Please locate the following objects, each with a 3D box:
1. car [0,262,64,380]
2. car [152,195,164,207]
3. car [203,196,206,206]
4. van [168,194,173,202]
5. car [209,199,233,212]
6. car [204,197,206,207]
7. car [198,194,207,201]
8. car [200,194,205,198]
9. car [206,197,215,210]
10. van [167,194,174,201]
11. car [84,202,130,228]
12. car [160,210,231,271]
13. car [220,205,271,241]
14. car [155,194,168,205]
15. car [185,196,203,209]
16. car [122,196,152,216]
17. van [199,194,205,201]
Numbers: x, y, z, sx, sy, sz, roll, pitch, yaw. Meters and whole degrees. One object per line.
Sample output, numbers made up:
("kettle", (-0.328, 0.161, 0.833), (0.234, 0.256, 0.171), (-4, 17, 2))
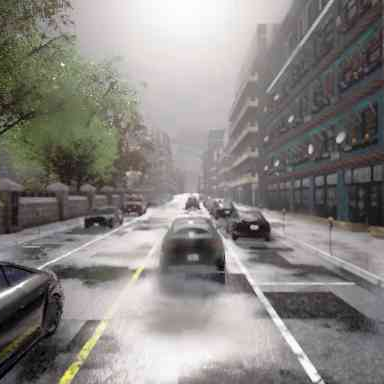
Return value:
("car", (-3.102, 1.564, 3.813), (1.994, 1.385, 4.181), (0, 0, 0))
("car", (-5.695, 1.543, 49.605), (1.887, 1.381, 4.507), (1, 0, 0))
("car", (2.688, 1.524, 44.254), (1.752, 1.417, 4.829), (1, 0, 0))
("van", (-5.707, 1.340, 71.698), (1.690, 1.788, 3.998), (1, 0, 0))
("car", (2.693, 1.565, 27.514), (1.947, 1.339, 4.313), (1, 0, 0))
("car", (2.689, 1.543, 38.560), (1.887, 1.381, 4.507), (1, 0, 0))
("car", (2.644, 1.440, 82.747), (1.967, 1.590, 4.097), (1, 0, 0))
("car", (2.687, 1.439, 49.608), (1.967, 1.590, 4.097), (1, 0, 0))
("car", (2.693, 1.439, 33.037), (1.967, 1.590, 4.097), (1, 0, 0))
("van", (-5.672, 1.341, 88.270), (1.690, 1.788, 3.998), (1, 0, 0))
("car", (-5.685, 1.565, 21.987), (1.947, 1.339, 4.313), (1, 0, 0))
("car", (0.015, 1.526, 10.828), (1.812, 1.442, 4.674), (0, 0, 0))
("car", (2.696, 1.565, 16.466), (1.947, 1.339, 4.313), (1, 0, 0))
("car", (-5.693, 1.314, 55.128), (2.192, 1.841, 5.009), (1, 0, 0))
("car", (0.084, 1.599, 43.939), (1.895, 1.301, 4.718), (0, 0, 0))
("car", (-5.684, 1.314, 33.035), (2.192, 1.841, 5.009), (1, 0, 0))
("van", (2.642, 1.341, 88.271), (1.690, 1.788, 3.998), (1, 0, 0))
